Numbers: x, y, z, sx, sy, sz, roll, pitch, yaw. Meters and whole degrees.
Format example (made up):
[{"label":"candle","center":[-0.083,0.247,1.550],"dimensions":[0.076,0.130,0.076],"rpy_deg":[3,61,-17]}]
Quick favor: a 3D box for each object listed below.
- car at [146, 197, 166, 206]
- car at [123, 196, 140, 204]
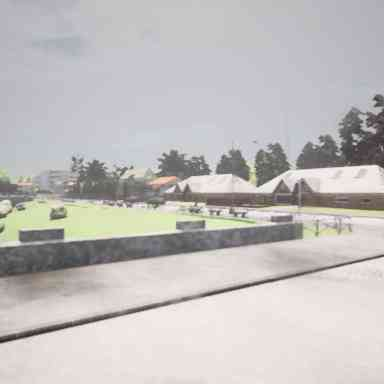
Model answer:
[{"label":"car","center":[-6.393,1.624,59.153],"dimensions":[2.128,1.511,4.902],"rpy_deg":[0,0,-35]},{"label":"car","center":[-12.281,1.638,67.424],"dimensions":[1.837,1.490,4.892],"rpy_deg":[0,0,-35]}]
